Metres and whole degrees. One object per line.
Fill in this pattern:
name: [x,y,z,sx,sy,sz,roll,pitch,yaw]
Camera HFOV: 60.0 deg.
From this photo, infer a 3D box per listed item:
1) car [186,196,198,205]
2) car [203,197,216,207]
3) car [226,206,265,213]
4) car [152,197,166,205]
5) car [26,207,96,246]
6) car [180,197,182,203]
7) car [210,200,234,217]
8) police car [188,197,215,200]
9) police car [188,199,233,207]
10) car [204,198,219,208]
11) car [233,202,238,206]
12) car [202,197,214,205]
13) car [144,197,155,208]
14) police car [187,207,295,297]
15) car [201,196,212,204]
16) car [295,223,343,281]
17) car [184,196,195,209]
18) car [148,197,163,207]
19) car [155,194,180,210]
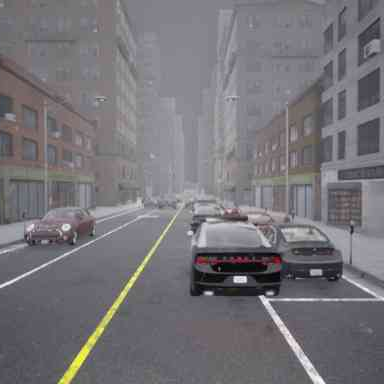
car: [-0.015,1.500,58.960,2.128,1.511,4.902,0,0,0]
car: [2.738,1.550,53.591,1.887,1.381,4.507,-1,0,0]
car: [2.747,1.541,15.055,1.887,1.381,4.507,-1,0,0]
car: [-5.788,1.559,59.095,2.008,1.369,4.403,-1,0,0]
car: [-5.780,1.436,15.053,1.967,1.590,4.097,-1,0,0]
car: [-3.017,1.613,66.596,1.895,1.301,4.718,0,0,0]
car: [2.743,1.542,31.571,1.887,1.381,4.507,-1,0,0]
police car: [0.892,1.422,24.762,1.930,1.638,5.238,0,0,0]
police car: [0.890,1.421,18.761,1.930,1.638,5.238,0,0,0]
car: [2.740,1.568,48.086,1.947,1.339,4.313,-1,0,0]
car: [2.743,1.437,26.066,1.967,1.590,4.097,-1,0,0]
car: [2.737,1.553,59.096,1.887,1.381,4.507,-1,0,0]
car: [-5.787,1.443,48.084,1.967,1.590,4.097,-1,0,0]
police car: [0.896,1.422,8.761,1.930,1.638,5.238,0,0,0]
car: [2.736,1.556,64.602,1.887,1.381,4.507,-1,0,0]
car: [2.748,1.548,9.550,2.008,1.369,4.403,-1,0,0]
car: [-0.001,1.527,45.195,1.812,1.442,4.674,0,0,0]
car: [-5.787,1.571,53.589,1.947,1.339,4.313,-1,0,0]
car: [-3.109,1.221,43.108,2.150,2.045,5.566,0,0,0]
